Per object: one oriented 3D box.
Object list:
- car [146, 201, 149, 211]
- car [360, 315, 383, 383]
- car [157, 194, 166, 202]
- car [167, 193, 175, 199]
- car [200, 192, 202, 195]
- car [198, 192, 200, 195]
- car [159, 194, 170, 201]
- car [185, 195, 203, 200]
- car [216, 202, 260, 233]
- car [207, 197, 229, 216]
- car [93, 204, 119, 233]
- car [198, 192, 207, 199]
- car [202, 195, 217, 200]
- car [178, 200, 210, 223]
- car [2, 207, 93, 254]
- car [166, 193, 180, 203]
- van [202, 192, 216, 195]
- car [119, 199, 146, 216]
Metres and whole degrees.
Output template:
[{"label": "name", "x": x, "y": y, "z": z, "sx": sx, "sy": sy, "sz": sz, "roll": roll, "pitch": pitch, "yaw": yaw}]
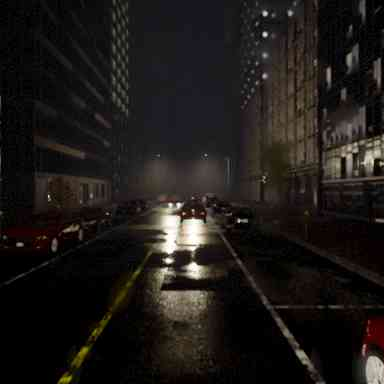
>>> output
[{"label": "car", "x": -5.714, "y": 1.404, "z": 36.025, "sx": 1.947, "sy": 1.339, "sz": 4.313, "roll": 0, "pitch": 0, "yaw": 0}, {"label": "car", "x": 2.690, "y": 1.537, "z": 1.869, "sx": 1.887, "sy": 1.381, "sz": 4.507, "roll": 0, "pitch": 0, "yaw": 0}, {"label": "car", "x": -5.733, "y": 1.216, "z": 64.317, "sx": 1.752, "sy": 1.417, "sz": 4.829, "roll": 0, "pitch": 0, "yaw": 0}, {"label": "car", "x": -5.752, "y": 1.077, "z": 92.950, "sx": 2.008, "sy": 1.369, "sz": 4.403, "roll": 0, "pitch": 0, "yaw": 0}, {"label": "car", "x": 2.656, "y": 1.192, "z": 53.098, "sx": 1.967, "sy": 1.590, "sz": 4.097, "roll": 0, "pitch": 0, "yaw": 0}, {"label": "car", "x": 2.641, "y": 0.941, "z": 75.866, "sx": 2.192, "sy": 1.841, "sz": 5.009, "roll": 0, "pitch": 0, "yaw": 0}, {"label": "car", "x": -5.737, "y": 1.209, "z": 70.181, "sx": 2.008, "sy": 1.369, "sz": 4.403, "roll": 0, "pitch": 0, "yaw": 0}, {"label": "car", "x": 0.070, "y": 1.372, "z": 42.038, "sx": 1.994, "sy": 1.385, "sz": 4.181, "roll": 0, "pitch": 0, "yaw": 0}, {"label": "car", "x": 2.679, "y": 1.484, "z": 18.946, "sx": 1.947, "sy": 1.339, "sz": 4.313, "roll": 0, "pitch": 0, "yaw": 0}, {"label": "car", "x": 2.671, "y": 1.431, "z": 30.330, "sx": 1.947, "sy": 1.339, "sz": 4.313, "roll": 0, "pitch": 0, "yaw": 0}, {"label": "car", "x": -5.702, "y": 1.500, "z": 18.948, "sx": 1.802, "sy": 1.307, "sz": 4.206, "roll": 0, "pitch": 0, "yaw": 0}, {"label": "car", "x": 2.634, "y": 0.875, "z": 87.250, "sx": 2.192, "sy": 1.841, "sz": 5.009, "roll": 0, "pitch": 0, "yaw": 0}, {"label": "car", "x": 2.663, "y": 1.376, "z": 41.714, "sx": 1.947, "sy": 1.339, "sz": 4.313, "roll": 0, "pitch": 0, "yaw": 0}, {"label": "car", "x": 0.083, "y": 1.492, "z": 24.797, "sx": 1.895, "sy": 1.301, "sz": 4.718, "roll": 0, "pitch": 0, "yaw": 0}, {"label": "car", "x": -5.698, "y": 1.488, "z": 13.254, "sx": 1.887, "sy": 1.381, "sz": 4.507, "roll": 0, "pitch": 0, "yaw": 0}, {"label": "car", "x": -3.084, "y": 1.317, "z": 59.633, "sx": 1.895, "sy": 1.301, "sz": 4.718, "roll": 0, "pitch": 0, "yaw": 1}, {"label": "van", "x": 2.660, "y": 1.122, "z": 47.407, "sx": 1.690, "sy": 1.788, "sz": 3.998, "roll": 0, "pitch": 0, "yaw": 0}, {"label": "car", "x": -5.710, "y": 1.410, "z": 30.332, "sx": 1.887, "sy": 1.381, "sz": 4.507, "roll": 0, "pitch": 0, "yaw": 0}]
